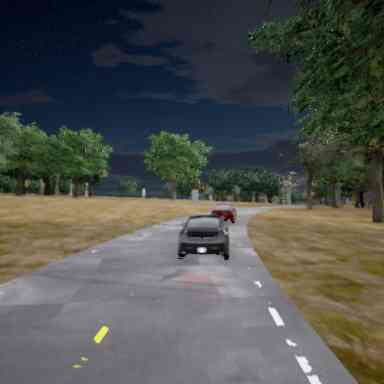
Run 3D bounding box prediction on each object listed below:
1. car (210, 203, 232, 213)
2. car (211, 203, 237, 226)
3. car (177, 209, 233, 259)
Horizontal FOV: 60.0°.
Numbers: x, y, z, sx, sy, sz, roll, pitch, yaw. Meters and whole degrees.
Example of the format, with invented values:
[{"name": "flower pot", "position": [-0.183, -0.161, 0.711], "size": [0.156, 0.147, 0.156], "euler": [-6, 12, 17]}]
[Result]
[{"name": "car", "position": [4.033, 2.136, 45.507], "size": [1.895, 1.301, 4.718], "euler": [-1, -1, 18]}, {"name": "car", "position": [2.825, 1.799, 28.723], "size": [1.882, 1.535, 5.008], "euler": [0, 0, 12]}, {"name": "car", "position": [0.574, 1.654, 13.289], "size": [1.837, 1.490, 4.892], "euler": [0, 0, 6]}]
